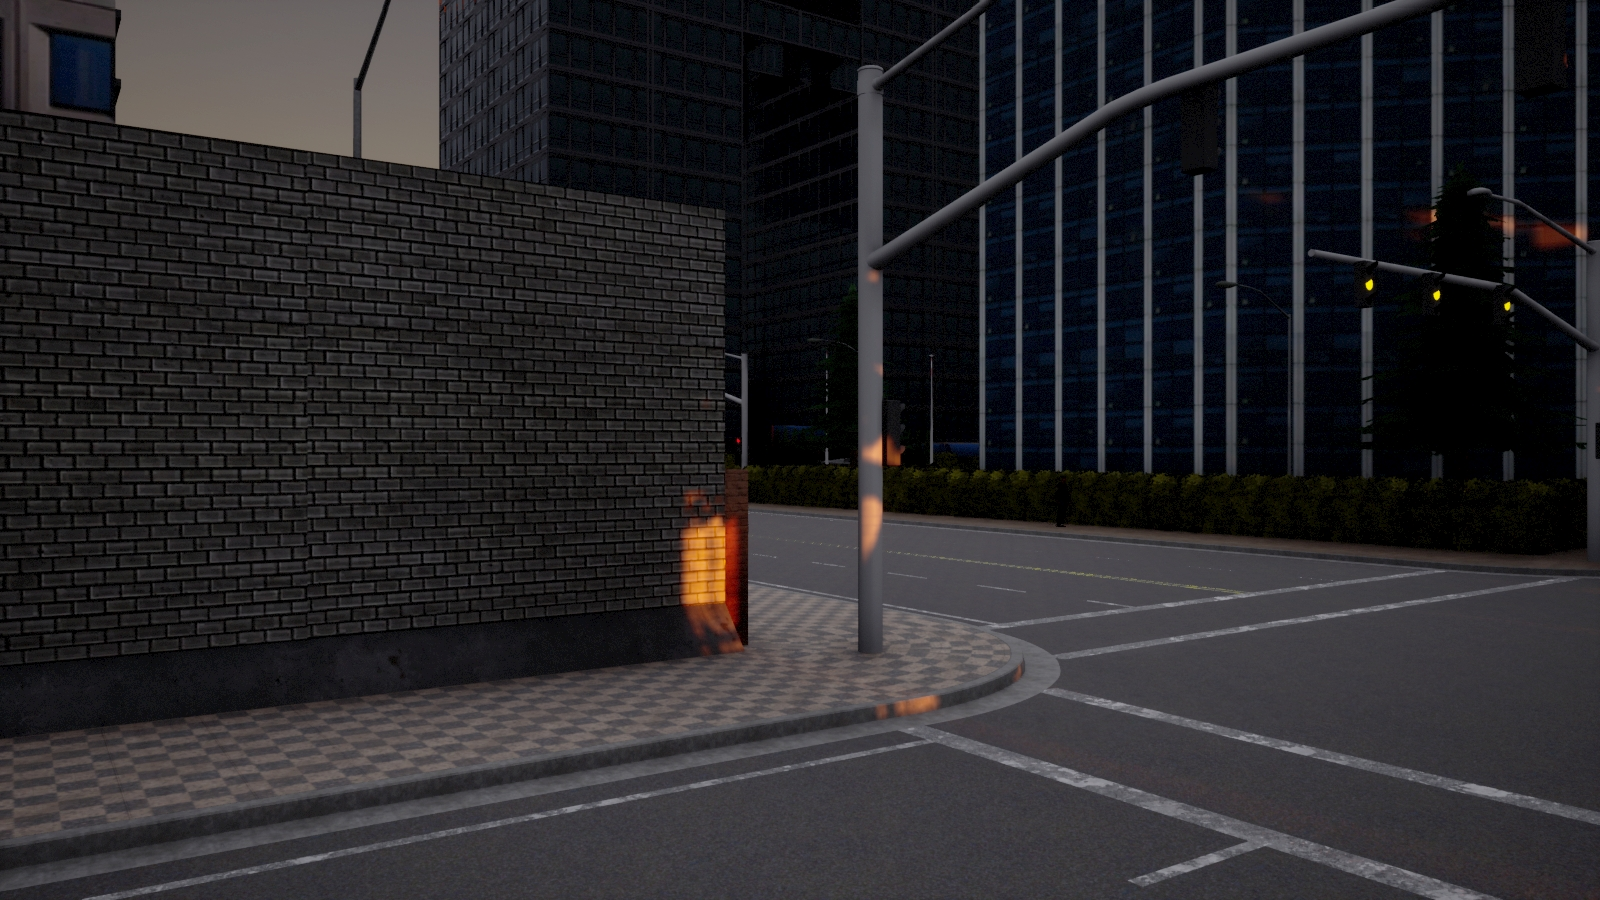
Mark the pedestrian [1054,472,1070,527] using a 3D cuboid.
[{"bbox_3d":[9.005,1.698,39.223,0.375,1.860,0.375,0,0,-30],"label":"pedestrian"}]
